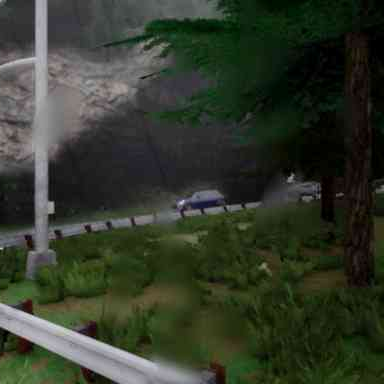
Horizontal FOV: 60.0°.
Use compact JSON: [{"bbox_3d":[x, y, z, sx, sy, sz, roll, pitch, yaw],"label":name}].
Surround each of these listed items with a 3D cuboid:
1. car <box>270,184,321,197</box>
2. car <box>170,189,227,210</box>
[{"bbox_3d":[9.622,0.022,30.831,4.902,1.511,2.128,-4,1,-13],"label":"car"},{"bbox_3d":[0.479,0.655,26.853,4.553,1.767,2.097,-5,2,-29],"label":"car"}]
